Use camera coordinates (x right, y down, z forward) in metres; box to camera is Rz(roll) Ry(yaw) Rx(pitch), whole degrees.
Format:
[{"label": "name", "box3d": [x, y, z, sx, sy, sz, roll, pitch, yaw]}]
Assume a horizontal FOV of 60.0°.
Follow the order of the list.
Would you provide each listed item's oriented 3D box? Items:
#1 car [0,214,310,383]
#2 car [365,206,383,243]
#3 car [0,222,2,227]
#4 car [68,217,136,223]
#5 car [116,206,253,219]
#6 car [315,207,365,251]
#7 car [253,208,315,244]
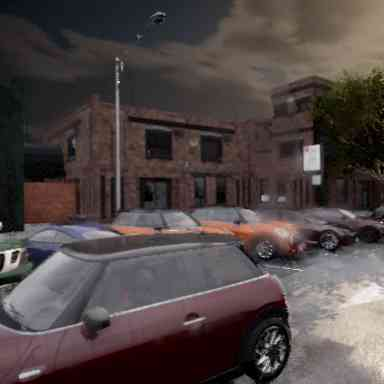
[{"label": "car", "box3d": [-0.990, 1.343, 3.787, 4.553, 1.767, 2.097, 0, 0, -35]}, {"label": "car", "box3d": [6.655, 1.436, 15.553, 4.674, 1.452, 2.002, -1, -1, 35]}, {"label": "car", "box3d": [-5.599, 1.238, 6.921, 5.566, 2.045, 2.435, -1, -1, 35]}, {"label": "car", "box3d": [-3.164, 1.509, 8.639, 4.674, 1.452, 2.002, -1, 0, 35]}, {"label": "car", "box3d": [-0.734, 1.324, 10.390, 4.553, 1.767, 2.185, -1, -1, 35]}, {"label": "car", "box3d": [4.226, 1.442, 13.806, 4.792, 1.488, 2.163, -1, -1, 35]}, {"label": "car", "box3d": [1.721, 1.306, 12.116, 4.553, 1.767, 2.185, -1, -1, 35]}]
